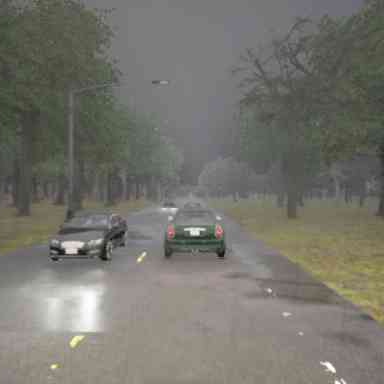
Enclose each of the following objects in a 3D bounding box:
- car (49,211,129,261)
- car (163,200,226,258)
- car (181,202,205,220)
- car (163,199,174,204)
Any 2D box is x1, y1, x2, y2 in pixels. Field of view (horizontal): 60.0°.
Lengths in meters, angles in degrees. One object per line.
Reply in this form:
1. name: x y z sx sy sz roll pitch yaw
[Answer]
1. car: -3.605 1.513 12.409 2.128 1.511 4.902 0 0 0
2. car: 0.095 1.376 13.035 2.097 1.767 4.553 0 0 0
3. car: 0.089 1.668 30.315 1.994 1.385 4.181 0 0 0
4. car: -3.589 1.828 52.983 1.895 1.301 4.718 0 0 0
